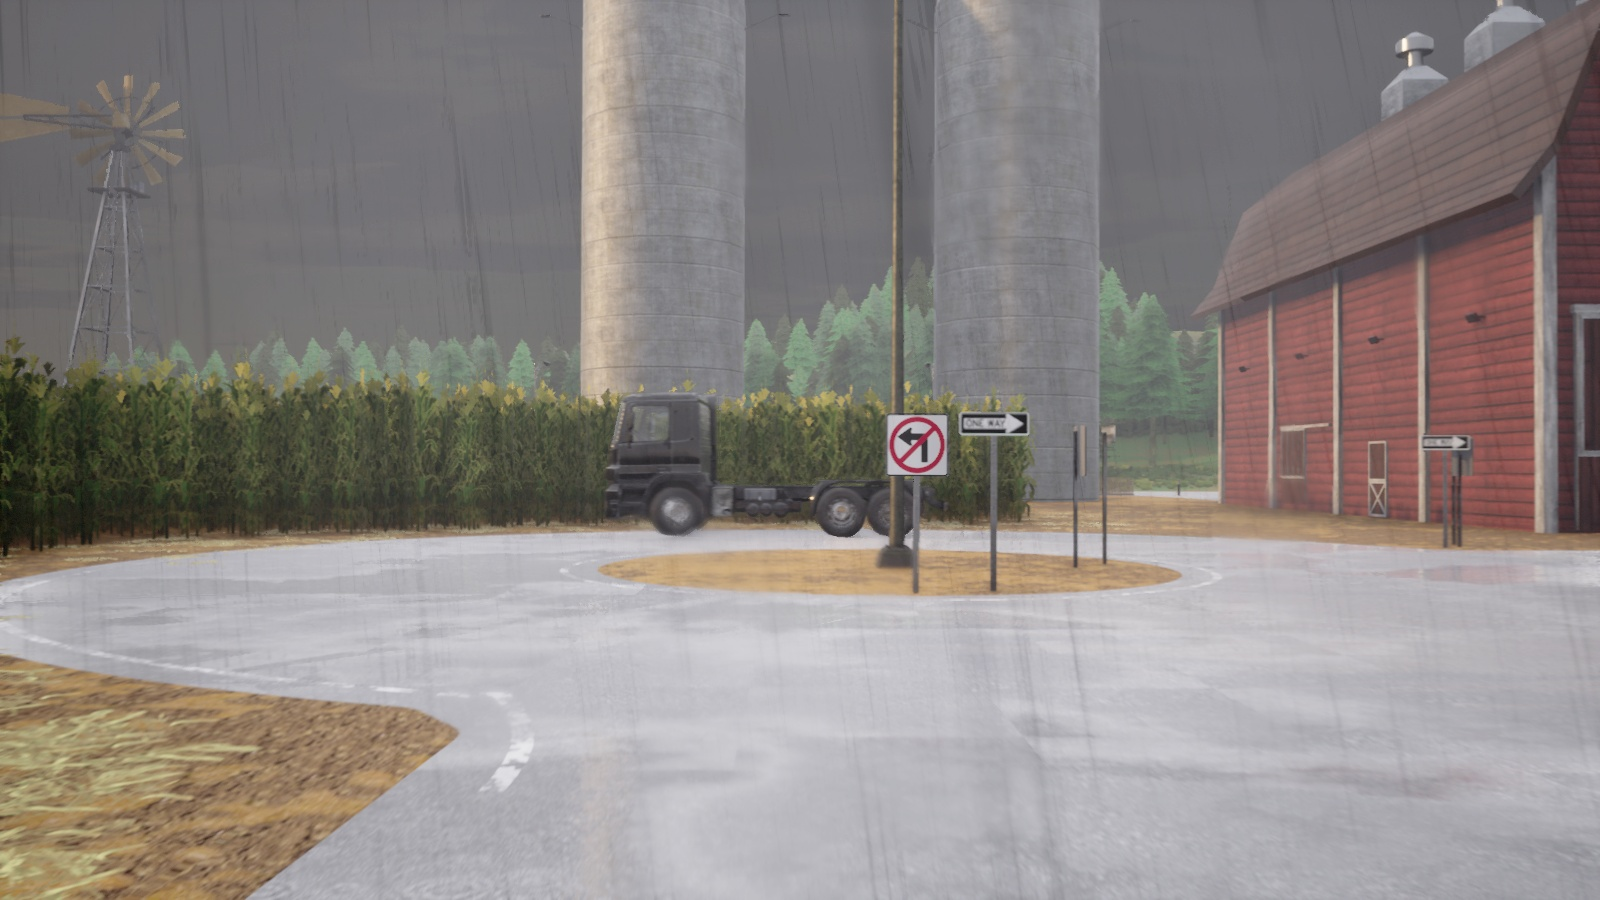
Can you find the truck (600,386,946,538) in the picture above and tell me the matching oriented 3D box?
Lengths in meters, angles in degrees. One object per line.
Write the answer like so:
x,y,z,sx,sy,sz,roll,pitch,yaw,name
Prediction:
-0.603,0.305,30.237,7.936,3.462,2.891,0,-1,1,truck
